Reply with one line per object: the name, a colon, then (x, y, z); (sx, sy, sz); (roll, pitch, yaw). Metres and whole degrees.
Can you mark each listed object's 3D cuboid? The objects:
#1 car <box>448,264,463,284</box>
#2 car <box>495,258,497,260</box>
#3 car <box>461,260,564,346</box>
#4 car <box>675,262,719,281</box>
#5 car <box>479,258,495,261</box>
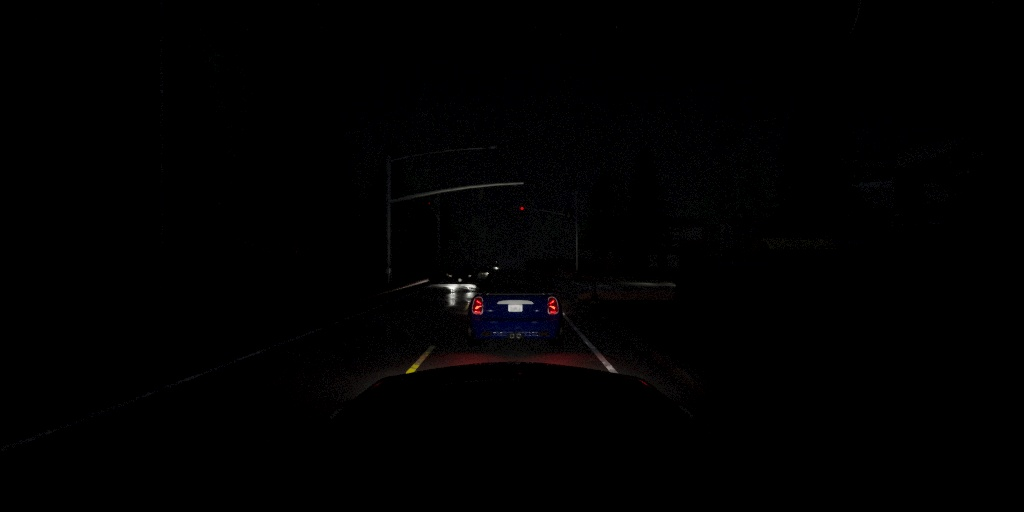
car: (-3.601, 1.298, 27.506); (2.033, 1.411, 5.357); (0, 0, 0)
car: (-3.557, 1.101, 65.175); (2.097, 1.767, 4.553); (0, 0, 0)
car: (0.078, 1.102, 9.560); (2.097, 1.767, 4.553); (0, 0, 0)
car: (14.864, 1.259, 27.095); (4.553, 1.767, 2.097); (0, 0, 5)
car: (-3.599, 1.227, 45.266); (1.882, 1.535, 5.008); (0, 0, 0)
